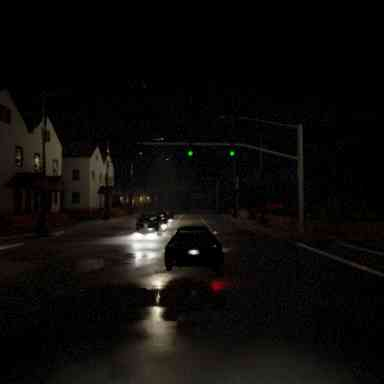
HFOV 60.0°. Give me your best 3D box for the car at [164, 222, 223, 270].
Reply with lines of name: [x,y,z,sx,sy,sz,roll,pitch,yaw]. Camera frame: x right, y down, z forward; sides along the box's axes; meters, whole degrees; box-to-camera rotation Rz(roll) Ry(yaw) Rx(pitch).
car: [0.044,1.966,12.587,1.994,1.385,4.181,0,-2,0]

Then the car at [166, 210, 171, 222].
car: [-3.769,2.901,38.711,1.837,1.490,4.892,0,-2,0]

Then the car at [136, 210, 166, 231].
car: [-3.734,2.547,29.337,2.128,1.511,4.902,0,-2,0]

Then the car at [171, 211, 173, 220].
car: [-3.773,3.325,48.747,1.994,1.385,4.181,0,-2,0]
